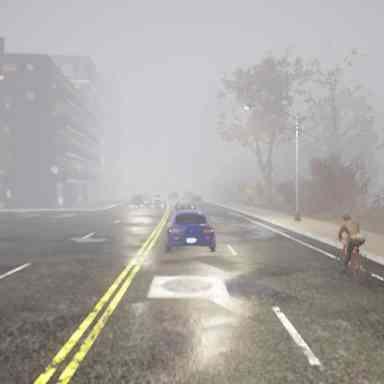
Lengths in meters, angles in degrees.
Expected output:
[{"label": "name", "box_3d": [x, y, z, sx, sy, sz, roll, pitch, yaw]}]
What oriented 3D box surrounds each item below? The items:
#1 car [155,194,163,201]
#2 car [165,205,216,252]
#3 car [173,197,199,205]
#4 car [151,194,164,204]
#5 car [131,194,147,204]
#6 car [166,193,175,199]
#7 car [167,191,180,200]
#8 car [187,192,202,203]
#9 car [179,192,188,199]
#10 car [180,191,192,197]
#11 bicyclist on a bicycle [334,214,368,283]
[{"label": "car", "box_3d": [-6.960, 1.112, 70.168, 1.812, 1.442, 4.674, 0, 0, -6]}, {"label": "car", "box_3d": [-0.075, 1.449, 13.461, 1.812, 1.442, 4.674, 0, 0, -1]}, {"label": "car", "box_3d": [-0.693, 1.421, 31.562, 1.895, 1.301, 4.718, 0, 0, -3]}, {"label": "car", "box_3d": [-5.549, 1.166, 54.086, 1.882, 1.535, 5.008, 0, 0, -4]}, {"label": "car", "box_3d": [-8.780, 1.171, 53.706, 1.882, 1.535, 5.008, 0, 0, -4]}, {"label": "car", "box_3d": [-5.471, 0.938, 85.642, 1.994, 1.385, 4.181, 0, 0, -7]}, {"label": "car", "box_3d": [-4.243, 0.773, 75.283, 2.150, 2.045, 5.566, 0, 0, -6]}, {"label": "car", "box_3d": [0.684, 1.211, 59.305, 1.994, 1.385, 4.181, 0, 0, -5]}, {"label": "car", "box_3d": [-2.229, 0.833, 85.895, 2.097, 1.767, 4.553, 0, 0, -7]}, {"label": "car", "box_3d": [-0.903, 0.776, 74.641, 2.150, 2.045, 5.566, 0, 0, -6]}, {"label": "bicyclist on a bicycle", "box_3d": [4.058, 1.402, 8.542, 0.582, 1.620, 1.656, 0, 0, -1]}]
